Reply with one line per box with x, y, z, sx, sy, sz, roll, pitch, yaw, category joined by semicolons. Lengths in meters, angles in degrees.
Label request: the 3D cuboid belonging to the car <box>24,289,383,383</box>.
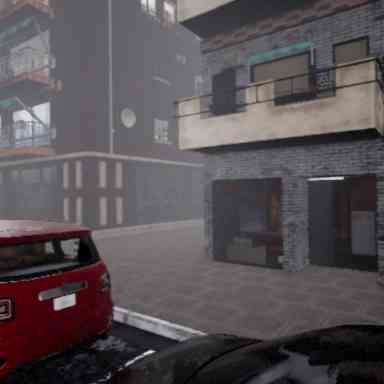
1.139;1.566;1.919;4.313;1.339;1.947;0;-1;36;car

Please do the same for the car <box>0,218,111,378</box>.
-3.378;1.328;5.144;5.009;1.841;2.192;0;-1;36;car
